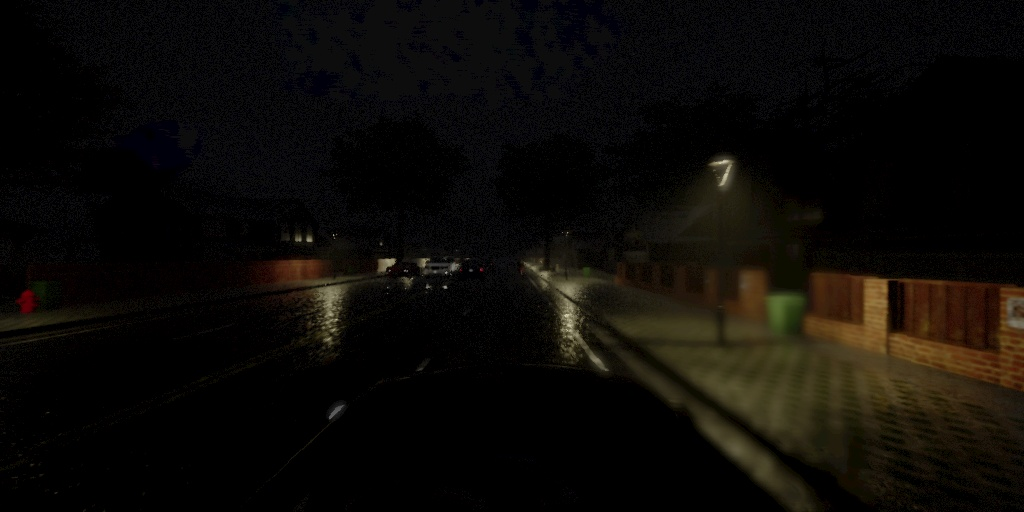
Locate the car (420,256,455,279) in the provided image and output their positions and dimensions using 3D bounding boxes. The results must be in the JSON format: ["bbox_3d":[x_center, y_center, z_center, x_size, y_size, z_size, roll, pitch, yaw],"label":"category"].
[{"bbox_3d":[-6.595,1.003,33.534,2.150,2.045,5.566,0,0,0],"label":"car"}]

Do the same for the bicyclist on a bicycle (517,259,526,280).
[{"bbox_3d":[0.892,1.151,30.754,0.659,1.776,1.843,0,0,0],"label":"bicyclist on a bicycle"}]

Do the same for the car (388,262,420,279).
[{"bbox_3d":[-9.843,1.260,33.067,1.882,1.535,5.008,0,0,0],"label":"car"}]

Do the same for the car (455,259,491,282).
[{"bbox_3d":[-3.151,1.130,29.751,2.097,1.767,4.553,0,0,0],"label":"car"}]

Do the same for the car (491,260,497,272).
[{"bbox_3d":[-3.153,1.294,48.585,2.128,1.511,4.902,0,0,0],"label":"car"}]
